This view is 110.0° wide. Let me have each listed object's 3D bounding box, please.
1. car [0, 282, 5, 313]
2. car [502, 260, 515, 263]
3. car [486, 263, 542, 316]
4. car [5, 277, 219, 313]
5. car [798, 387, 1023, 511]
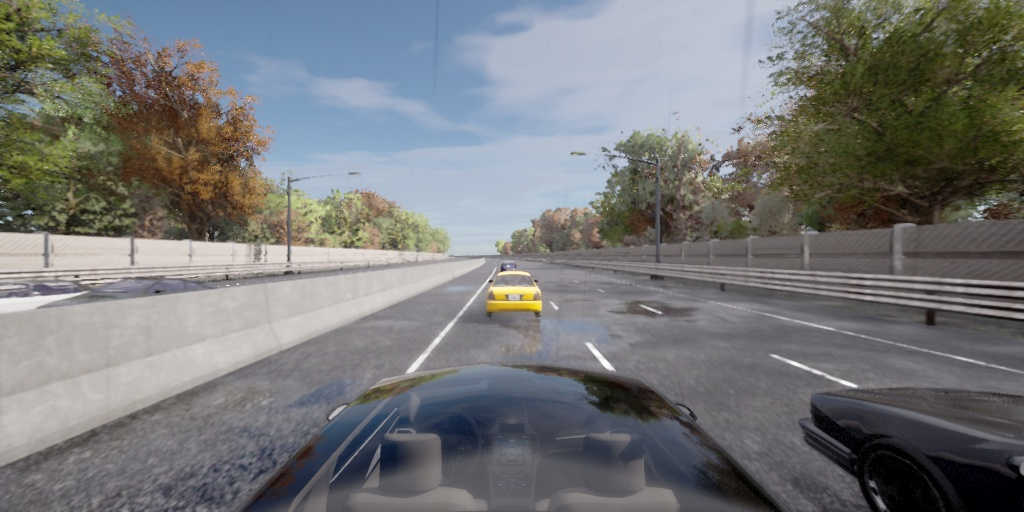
[{"bbox_3d":[-14.092,1.357,10.151,1.895,1.301,4.718,0,0,0],"label":"car"},{"bbox_3d":[-0.432,1.269,44.362,2.163,1.488,4.792,0,0,-1],"label":"car"},{"bbox_3d":[0.051,1.211,13.236,1.801,1.575,5.366,0,0,0],"label":"car"},{"bbox_3d":[-10.593,1.320,10.325,1.994,1.385,4.181,0,0,0],"label":"car"},{"bbox_3d":[3.593,1.296,0.836,2.033,1.411,5.357,0,0,0],"label":"car"}]
